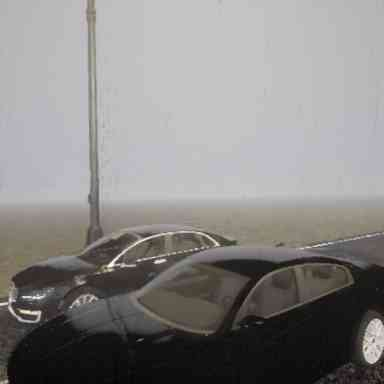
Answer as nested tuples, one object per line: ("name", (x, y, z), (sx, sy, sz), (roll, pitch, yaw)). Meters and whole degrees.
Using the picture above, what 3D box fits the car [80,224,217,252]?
("car", (-1.038, 1.503, 6.933), (4.892, 1.490, 1.837), (-1, 1, -35))

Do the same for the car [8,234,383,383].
("car", (0.564, 1.470, 4.086), (5.008, 1.535, 1.882), (-1, 1, -35))
